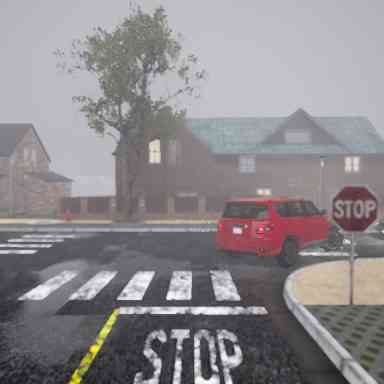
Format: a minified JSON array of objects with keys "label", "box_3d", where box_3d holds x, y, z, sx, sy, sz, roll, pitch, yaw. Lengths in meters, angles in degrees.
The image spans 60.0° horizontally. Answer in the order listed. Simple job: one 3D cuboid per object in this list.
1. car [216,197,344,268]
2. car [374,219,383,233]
[{"label":"car","box_3d":[3.165,1.185,11.510,2.150,2.045,5.566,-2,-1,44]},{"label":"car","box_3d":[11.382,1.412,15.110,5.357,1.411,2.033,0,2,1]}]
